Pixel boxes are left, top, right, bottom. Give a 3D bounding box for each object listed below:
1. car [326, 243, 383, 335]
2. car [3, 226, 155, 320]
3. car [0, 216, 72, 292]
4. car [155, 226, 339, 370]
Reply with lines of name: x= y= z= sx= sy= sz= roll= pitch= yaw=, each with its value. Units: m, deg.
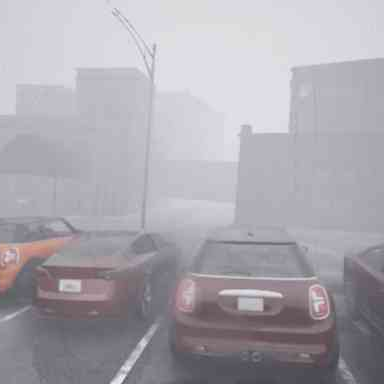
car: x=3.620 y=1.500 z=4.624 sx=2.097 sy=1.535 sz=5.008 roll=0 pitch=-1 yaw=9
car: x=-1.534 y=1.564 z=7.522 sx=2.163 sy=1.488 sz=4.792 roll=0 pitch=-1 yaw=9
car: x=-4.122 y=1.424 z=8.902 sx=2.185 sy=1.767 sz=4.553 roll=0 pitch=-1 yaw=9
car: x=1.032 y=1.391 z=6.029 sx=2.185 sy=1.767 sz=4.553 roll=0 pitch=-1 yaw=9
